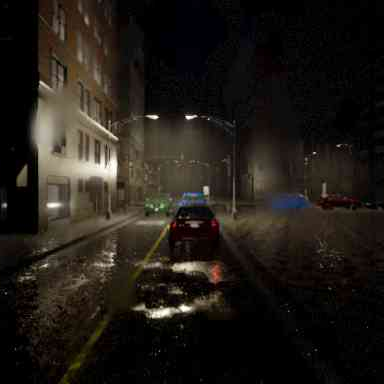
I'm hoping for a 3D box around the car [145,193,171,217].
[{"bbox_3d":[-3.007,1.130,31.029,2.150,2.045,5.566,0,0,0],"label":"car"}]

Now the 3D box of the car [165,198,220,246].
[{"bbox_3d":[0.098,1.315,15.192,2.097,1.767,4.553,0,0,0],"label":"car"}]

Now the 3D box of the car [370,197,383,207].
[{"bbox_3d":[28.532,1.435,48.199,4.507,1.381,1.887,0,0,-1],"label":"car"}]

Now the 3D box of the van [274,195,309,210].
[{"bbox_3d":[11.719,1.264,39.412,3.998,1.788,1.690,0,0,-1],"label":"van"}]

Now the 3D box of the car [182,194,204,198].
[{"bbox_3d":[0.095,1.150,26.511,2.150,2.045,5.566,0,0,0],"label":"car"}]

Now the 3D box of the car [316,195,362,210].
[{"bbox_3d":[17.359,1.237,39.499,5.009,1.841,2.192,0,0,-1],"label":"car"}]

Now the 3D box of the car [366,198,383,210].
[{"bbox_3d":[22.999,1.484,39.587,4.313,1.339,1.947,0,0,-1],"label":"car"}]
